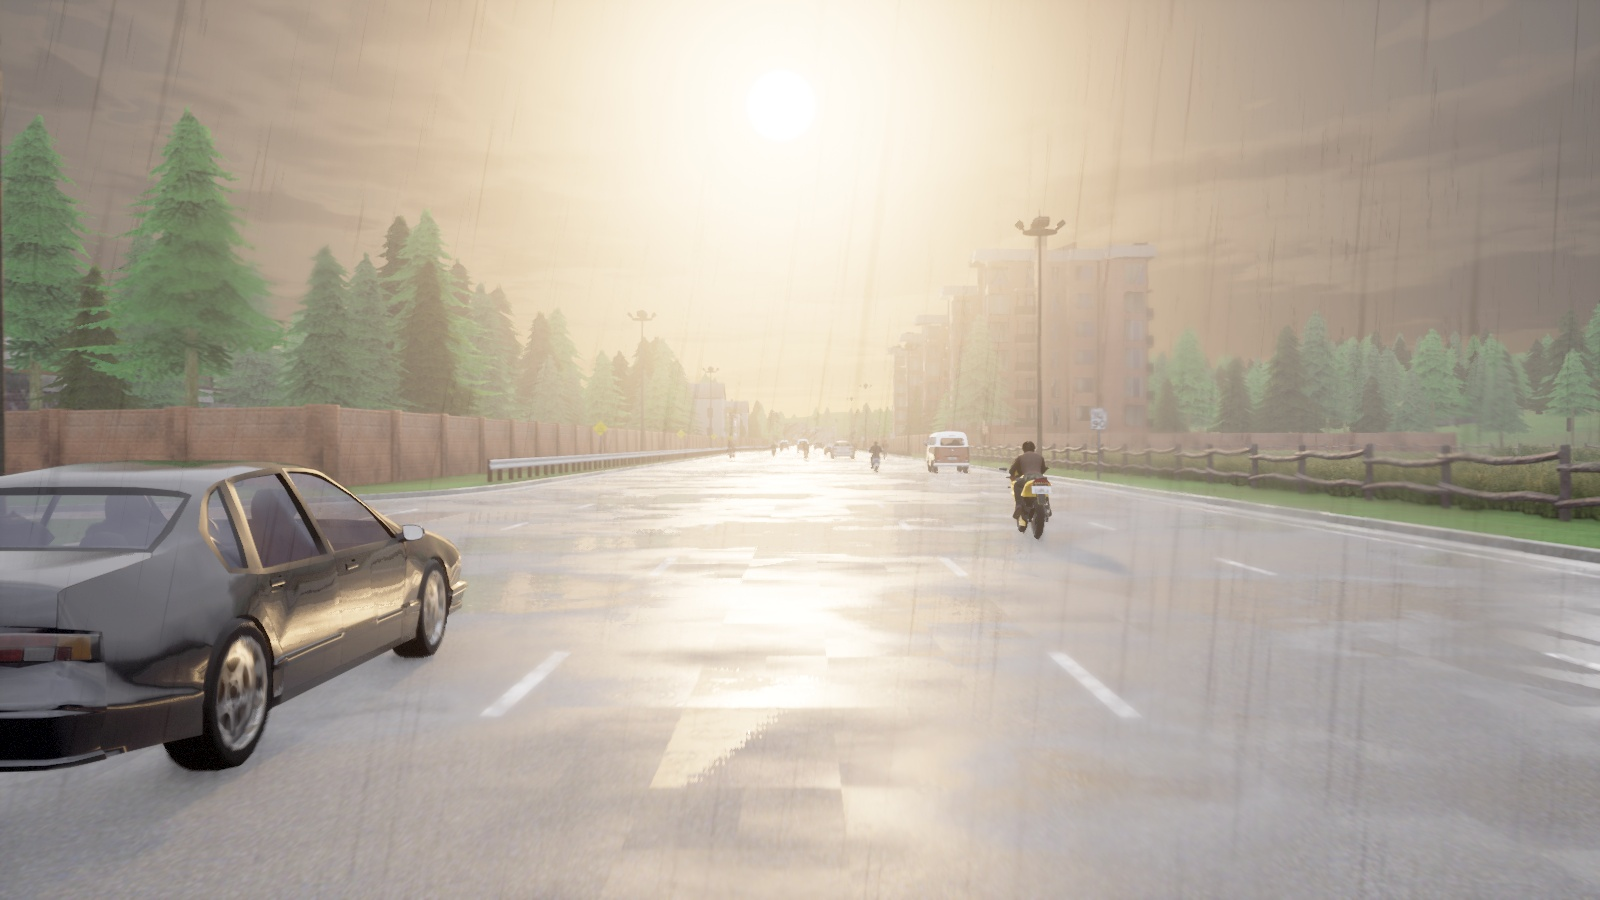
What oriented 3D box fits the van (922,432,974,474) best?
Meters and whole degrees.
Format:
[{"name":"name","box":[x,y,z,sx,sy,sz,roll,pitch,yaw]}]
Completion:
[{"name":"van","box":[7.346,0.125,62.672,2.069,2.038,4.480,0,1,0]}]

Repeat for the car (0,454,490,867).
[{"name":"car","box":[-3.447,0.751,7.109,2.033,1.411,5.357,0,0,0]}]

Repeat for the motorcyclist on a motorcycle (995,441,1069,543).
[{"name":"motorcyclist on a motorcycle","box":[3.619,0.620,19.781,0.797,1.523,2.044,0,0,0]}]
